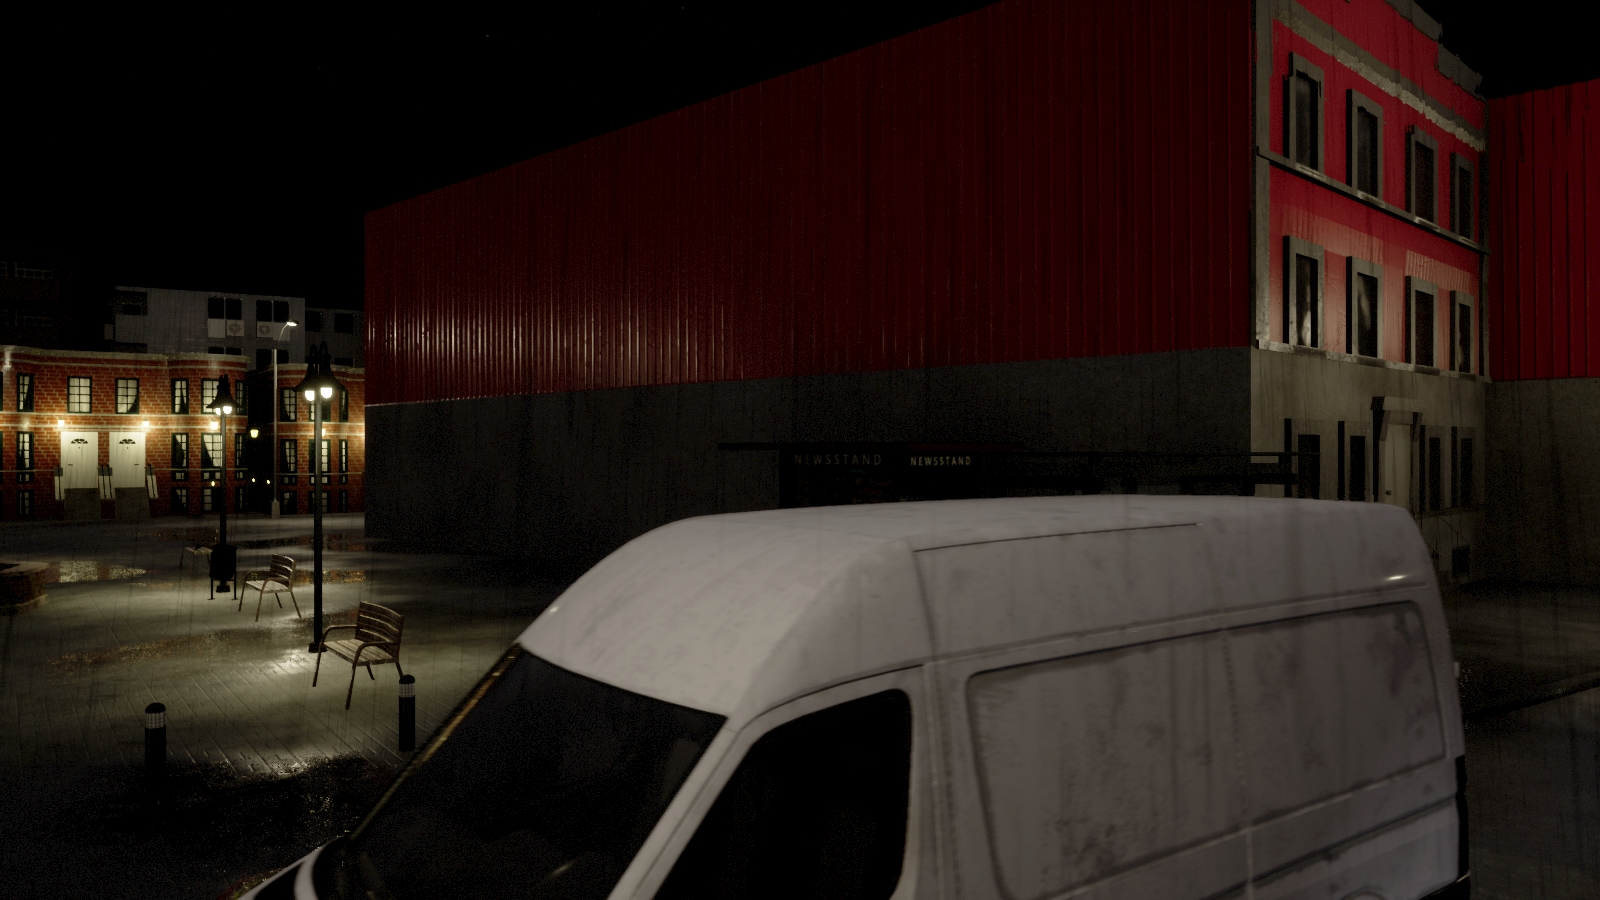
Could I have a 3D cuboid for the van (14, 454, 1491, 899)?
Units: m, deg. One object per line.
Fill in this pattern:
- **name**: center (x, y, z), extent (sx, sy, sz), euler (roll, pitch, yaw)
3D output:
- **van**: center (0.383, 1.314, 4.687), extent (5.915, 2.561, 1.988), euler (0, 0, -35)
